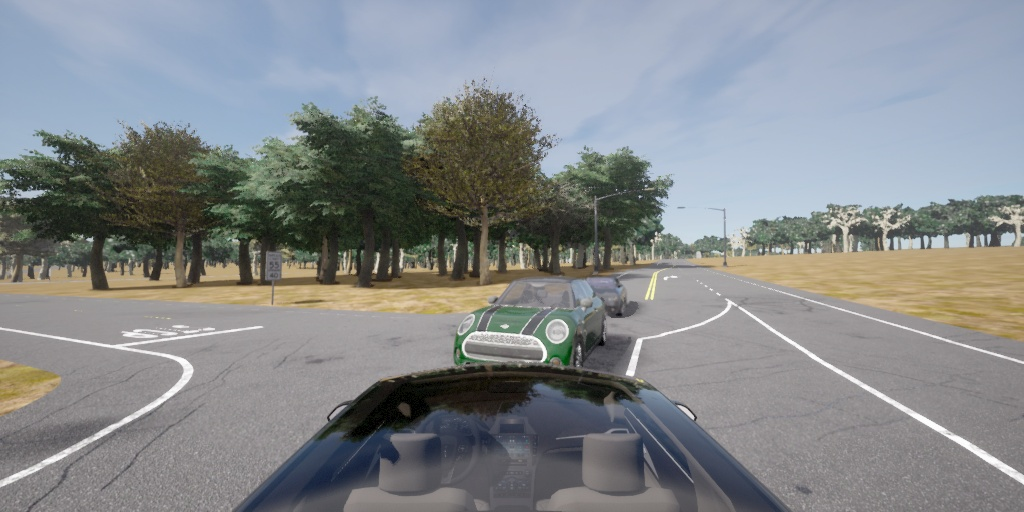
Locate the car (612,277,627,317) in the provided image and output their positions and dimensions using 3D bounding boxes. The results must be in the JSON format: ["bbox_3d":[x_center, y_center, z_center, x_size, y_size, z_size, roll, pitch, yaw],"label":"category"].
[{"bbox_3d":[3.566,1.541,14.594,1.994,1.385,4.181,-2,0,22],"label":"car"}]

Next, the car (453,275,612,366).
[{"bbox_3d":[0.668,1.223,7.506,2.097,1.767,4.553,-1,-2,22],"label":"car"}]
